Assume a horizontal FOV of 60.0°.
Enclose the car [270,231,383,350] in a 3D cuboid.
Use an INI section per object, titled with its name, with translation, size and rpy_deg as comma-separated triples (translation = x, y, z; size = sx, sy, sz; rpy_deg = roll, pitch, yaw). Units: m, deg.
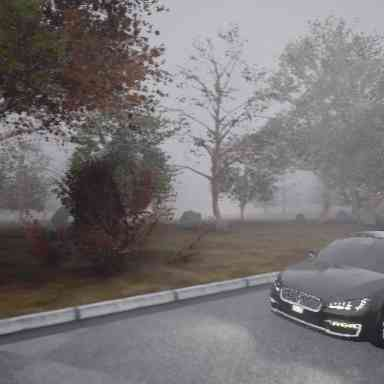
[car]
translation = 3.623, 1.557, 6.373
size = 4.892, 1.490, 1.837
rpy_deg = 1, 0, -34
